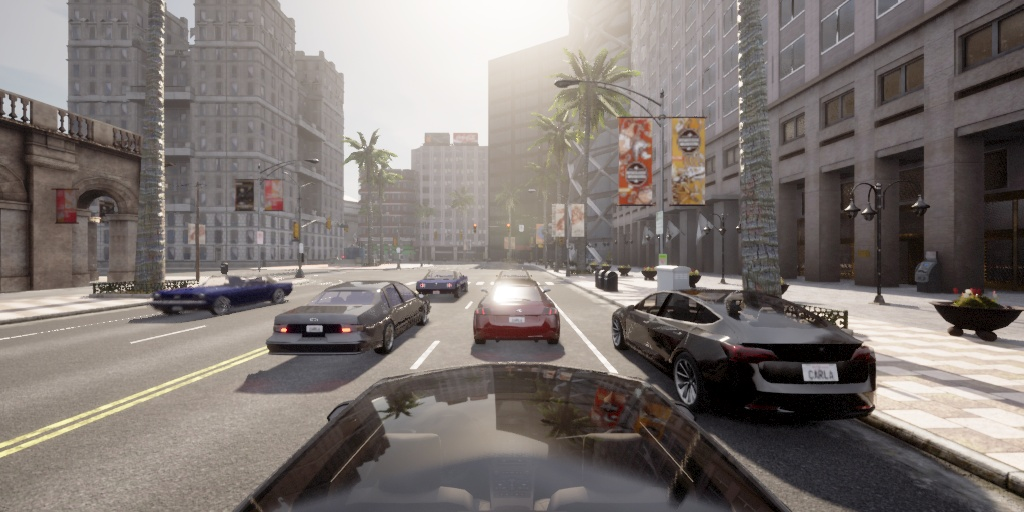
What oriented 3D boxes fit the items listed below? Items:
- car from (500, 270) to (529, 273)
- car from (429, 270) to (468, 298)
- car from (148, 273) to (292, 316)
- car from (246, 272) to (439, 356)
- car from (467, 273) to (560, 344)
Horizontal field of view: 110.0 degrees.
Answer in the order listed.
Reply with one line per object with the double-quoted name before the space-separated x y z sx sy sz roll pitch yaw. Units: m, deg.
"car" 0.105 1.351 18.376 1.895 1.301 4.718 0 0 0
"car" -3.396 1.351 18.335 1.895 1.301 4.718 0 0 0
"car" -10.560 1.351 13.523 1.895 1.301 4.718 0 0 0
"car" -3.400 1.297 8.686 2.033 1.411 5.357 0 0 0
"car" 0.103 1.314 9.568 1.994 1.385 4.181 0 0 0
